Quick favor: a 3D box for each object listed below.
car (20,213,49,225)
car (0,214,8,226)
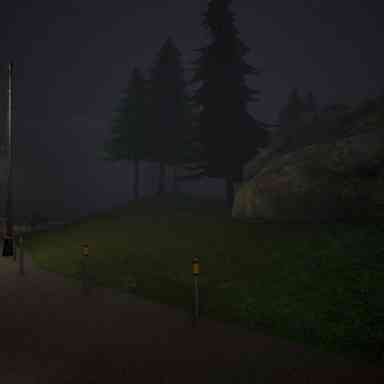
[{"bbox_3d":[-20.759,3.563,44.133,2.128,1.511,4.902,1,-4,3],"label":"car"},{"bbox_3d":[-20.215,2.959,34.203,1.812,1.442,4.674,1,-4,-7],"label":"car"}]
